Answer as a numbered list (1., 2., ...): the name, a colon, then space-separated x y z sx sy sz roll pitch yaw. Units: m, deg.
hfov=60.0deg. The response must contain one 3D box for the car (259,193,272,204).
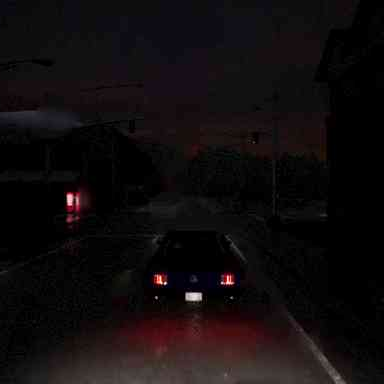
1. car: 14.162 1.169 54.617 5.027 1.636 2.152 0 0 0

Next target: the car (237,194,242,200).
1. car: 13.881 1.389 88.901 3.633 1.501 1.845 0 0 0

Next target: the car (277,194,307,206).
1. car: 14.486 1.248 48.200 3.806 1.475 1.970 0 0 0

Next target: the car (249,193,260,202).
1. car: 14.160 1.092 67.411 3.866 1.878 1.905 0 0 0

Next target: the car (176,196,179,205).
1. car: -3.588 1.504 56.121 1.837 1.490 4.892 0 0 0

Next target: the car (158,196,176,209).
1. car: -3.596 1.505 46.505 1.837 1.490 4.892 0 0 0

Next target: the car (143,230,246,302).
1. car: 0.057 1.601 8.225 1.895 1.301 4.718 0 0 1

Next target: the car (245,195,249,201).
1. car: 13.747 1.113 70.317 4.605 1.855 1.932 0 0 0

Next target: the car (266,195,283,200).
1. car: 21.302 1.399 85.922 3.806 1.475 1.970 0 0 0
